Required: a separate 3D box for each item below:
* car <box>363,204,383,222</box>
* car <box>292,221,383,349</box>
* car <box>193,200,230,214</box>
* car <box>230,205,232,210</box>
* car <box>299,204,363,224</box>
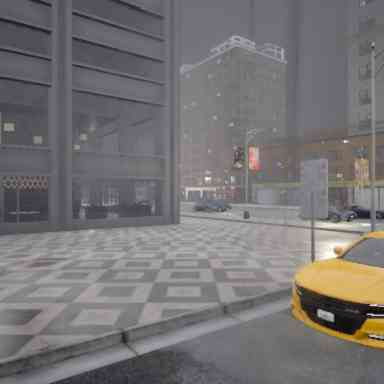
[{"bbox_3d":[13.711,1.648,26.735,1.895,1.301,4.718,0,0,-36],"label":"car"},{"bbox_3d":[3.936,1.477,6.106,5.008,1.535,1.882,0,0,-35],"label":"car"},{"bbox_3d":[1.888,1.670,37.563,1.994,1.385,4.181,0,0,-36],"label":"car"},{"bbox_3d":[2.693,1.663,42.001,2.033,1.411,5.357,0,0,-36],"label":"car"},{"bbox_3d":[10.440,1.616,25.716,1.994,1.385,4.181,0,0,-36],"label":"car"}]
